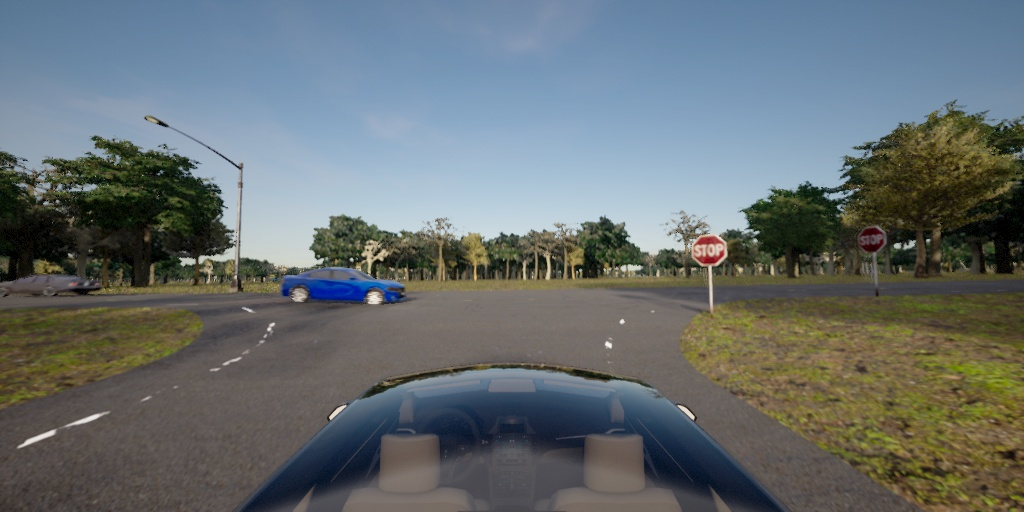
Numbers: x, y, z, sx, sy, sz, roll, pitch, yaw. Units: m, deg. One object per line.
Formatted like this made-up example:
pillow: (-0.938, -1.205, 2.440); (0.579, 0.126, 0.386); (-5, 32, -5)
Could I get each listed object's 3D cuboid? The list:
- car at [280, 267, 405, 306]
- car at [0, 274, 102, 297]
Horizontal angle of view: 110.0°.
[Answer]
car: (-7.190, 1.267, 15.520); (5.008, 1.535, 1.882); (2, -3, 0)
car: (-29.413, 1.862, 22.692); (5.357, 1.411, 2.033); (-1, -4, 1)
